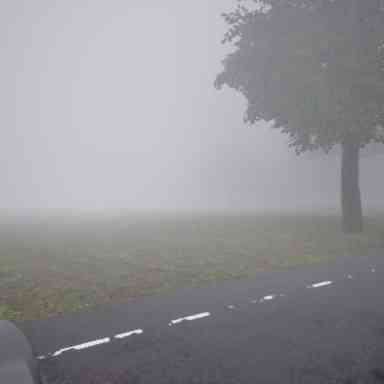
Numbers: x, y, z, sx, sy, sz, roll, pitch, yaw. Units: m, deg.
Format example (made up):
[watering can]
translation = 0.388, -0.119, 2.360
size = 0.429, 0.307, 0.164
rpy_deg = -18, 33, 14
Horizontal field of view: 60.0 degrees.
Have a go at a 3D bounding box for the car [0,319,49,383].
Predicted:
[car]
translation = -3.444, 1.530, 1.413
size = 5.357, 1.411, 2.033
rpy_deg = 1, 0, -35
